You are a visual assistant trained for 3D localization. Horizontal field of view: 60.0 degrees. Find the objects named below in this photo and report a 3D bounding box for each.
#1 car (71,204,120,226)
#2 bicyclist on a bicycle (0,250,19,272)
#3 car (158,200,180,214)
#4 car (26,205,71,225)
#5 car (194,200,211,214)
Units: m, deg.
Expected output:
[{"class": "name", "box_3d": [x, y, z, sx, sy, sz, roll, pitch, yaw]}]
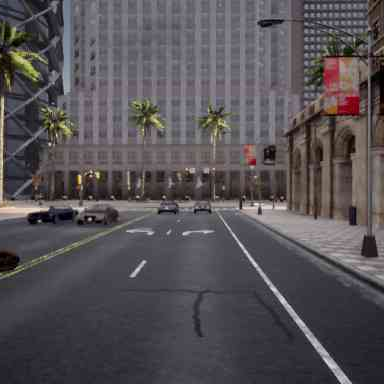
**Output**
[{"class": "car", "box_3d": [-6.424, 1.564, 23.171, 1.994, 1.385, 4.181, 0, 0, 3]}, {"class": "bicyclist on a bicycle", "box_3d": [-5.170, 1.798, 8.689, 1.620, 0.582, 1.656, -4, -9, 11]}, {"class": "car", "box_3d": [-2.425, 1.564, 34.956, 1.994, 1.385, 4.181, 0, 0, 2]}, {"class": "car", "box_3d": [-9.892, 1.601, 23.994, 1.895, 1.301, 4.718, 0, 0, 2]}, {"class": "car", "box_3d": [1.147, 1.547, 35.989, 2.033, 1.411, 5.357, 0, 0, 2]}]
